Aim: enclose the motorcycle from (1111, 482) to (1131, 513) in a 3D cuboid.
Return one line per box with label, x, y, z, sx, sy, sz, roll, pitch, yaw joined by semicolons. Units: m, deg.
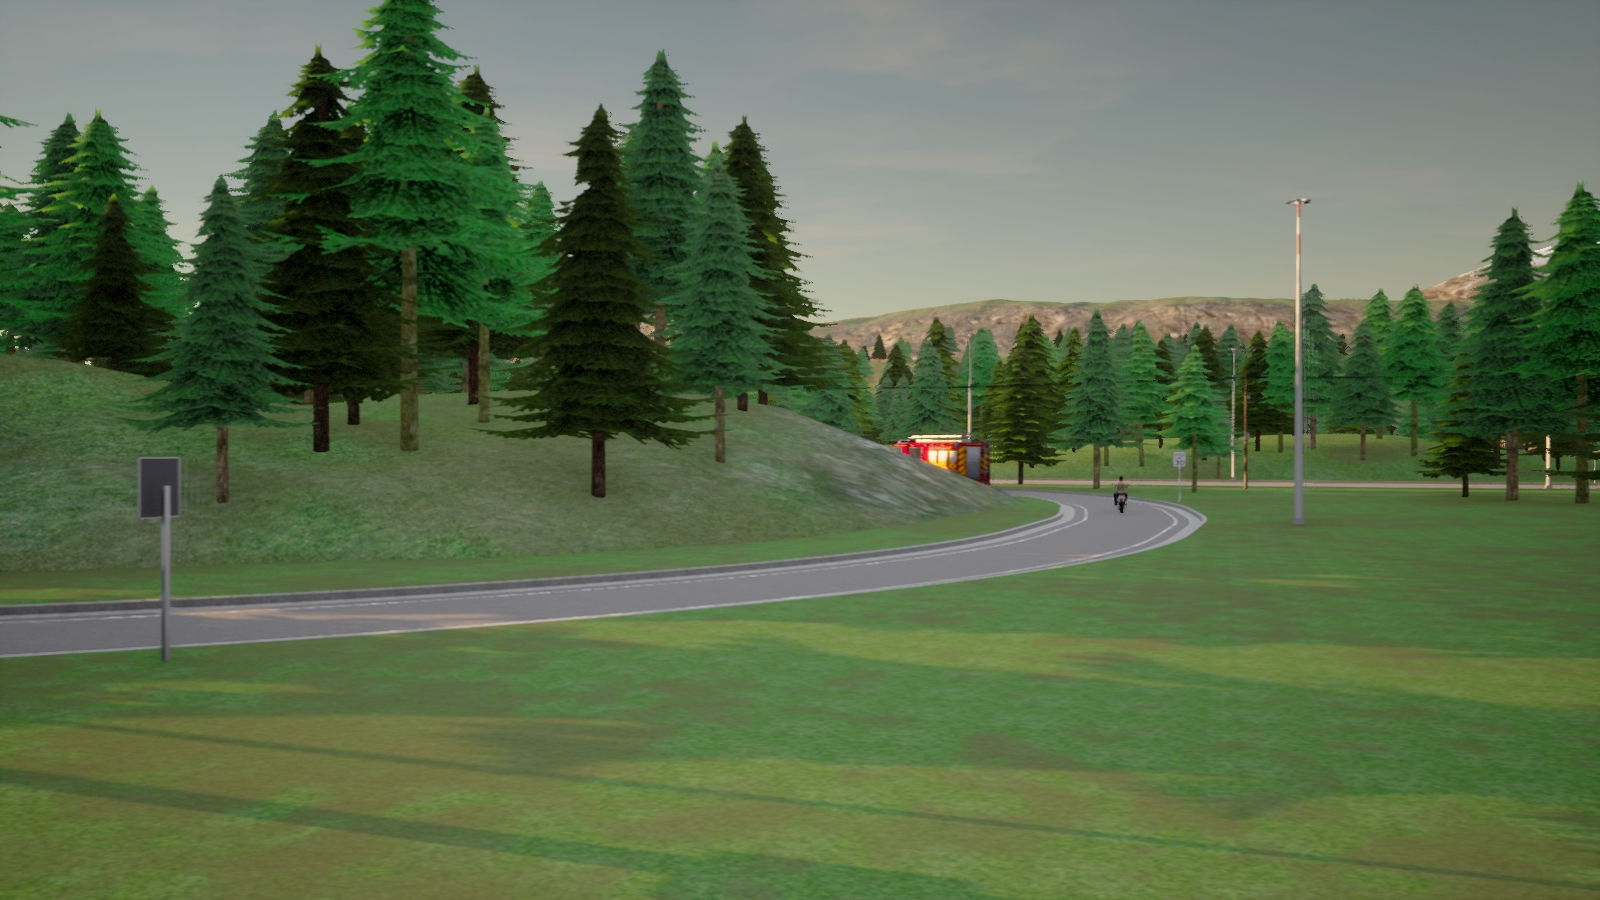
motorcycle;14.558;2.155;51.882;0.764;1.307;2.356;0;0;13
